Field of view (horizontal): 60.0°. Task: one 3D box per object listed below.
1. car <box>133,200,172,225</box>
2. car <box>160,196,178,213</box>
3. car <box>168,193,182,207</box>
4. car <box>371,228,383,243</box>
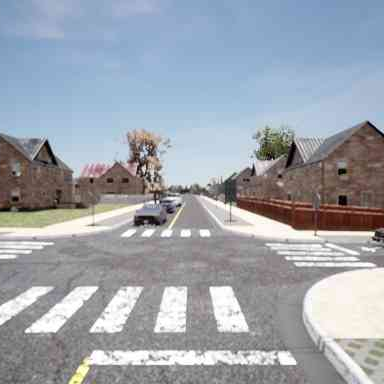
[{"bbox_3d":[-2.916,1.556,24.326,2.033,1.411,5.357,0,0,2],"label":"car"},{"bbox_3d":[-2.886,1.517,36.421,1.837,1.490,4.892,0,0,0],"label":"car"},{"bbox_3d":[-2.850,1.236,52.025,2.150,2.045,5.566,0,0,3],"label":"car"},{"bbox_3d":[10.652,1.726,14.049,5.357,1.411,2.033,1,-1,0],"label":"car"}]
